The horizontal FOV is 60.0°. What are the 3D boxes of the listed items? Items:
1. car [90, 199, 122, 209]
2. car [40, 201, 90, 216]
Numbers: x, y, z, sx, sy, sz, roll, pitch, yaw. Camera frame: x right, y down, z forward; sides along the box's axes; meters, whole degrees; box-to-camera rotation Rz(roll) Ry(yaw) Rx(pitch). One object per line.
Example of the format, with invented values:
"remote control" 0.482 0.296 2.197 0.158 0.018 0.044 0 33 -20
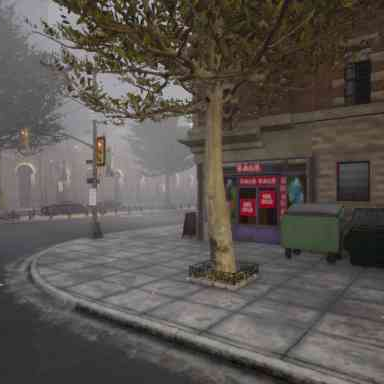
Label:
"car" -11.936 1.595 45.164 1.895 1.301 4.718 0 0 36
"car" -12.697 1.564 32.877 1.994 1.385 4.181 0 0 36
